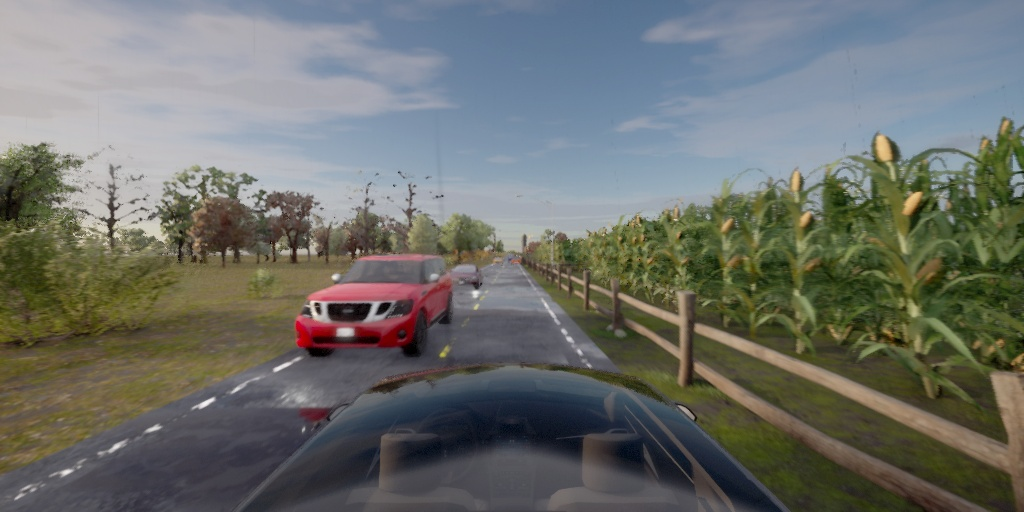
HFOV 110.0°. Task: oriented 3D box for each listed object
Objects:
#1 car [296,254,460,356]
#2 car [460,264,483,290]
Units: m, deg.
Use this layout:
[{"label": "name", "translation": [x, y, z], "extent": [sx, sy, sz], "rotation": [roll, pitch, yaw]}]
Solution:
[{"label": "car", "translation": [-2.852, 0.959, 8.910], "extent": [2.150, 2.045, 5.566], "rotation": [0, 0, 0]}, {"label": "car", "translation": [-2.837, 1.227, 22.424], "extent": [1.812, 1.442, 4.674], "rotation": [0, 0, 0]}]
